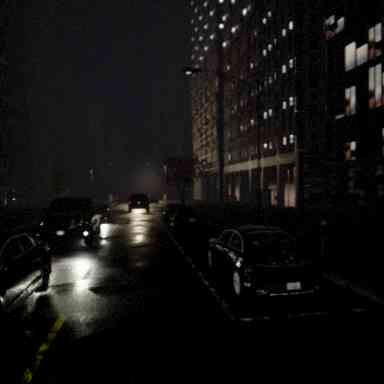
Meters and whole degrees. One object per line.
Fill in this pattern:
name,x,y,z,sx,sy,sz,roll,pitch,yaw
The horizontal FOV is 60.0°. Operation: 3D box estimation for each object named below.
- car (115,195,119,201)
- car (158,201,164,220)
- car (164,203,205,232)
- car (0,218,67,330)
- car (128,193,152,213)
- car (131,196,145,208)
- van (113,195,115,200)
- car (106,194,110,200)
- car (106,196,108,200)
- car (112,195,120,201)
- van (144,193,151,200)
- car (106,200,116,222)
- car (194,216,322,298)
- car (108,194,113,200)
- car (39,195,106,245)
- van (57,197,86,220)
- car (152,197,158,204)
car,-17.797,1.550,73.496,1.887,1.381,4.507,-2,0,-9
car,-1.250,1.477,24.923,1.947,1.339,4.313,-2,0,-9
car,-0.329,1.486,19.374,1.947,1.339,4.313,-2,0,-9
car,-3.980,1.530,6.066,2.128,1.511,4.902,-1,0,-9
car,-5.760,1.159,36.023,2.150,2.045,5.566,-1,0,-9
car,-7.704,1.404,47.536,1.882,1.535,5.008,-1,1,-9
van,-15.964,1.351,62.396,1.690,1.788,3.998,-2,0,-9
car,-14.090,1.542,51.132,1.752,1.417,4.829,-2,0,-9
car,-13.197,1.572,45.750,2.008,1.369,4.403,-2,0,-9
car,-20.558,1.554,90.144,2.008,1.369,4.403,-2,0,-9
van,-12.299,1.206,91.514,1.690,1.788,3.998,-2,0,-9
car,-7.216,1.567,25.645,1.994,1.385,4.181,-1,0,-10
car,1.511,1.492,8.274,2.008,1.369,4.403,-2,0,-9
car,-15.037,1.558,56.849,1.887,1.381,4.507,-2,0,-9
car,-5.589,1.242,15.725,2.150,2.045,5.566,-1,0,-9
van,-10.443,1.382,29.101,1.690,1.788,3.998,-2,0,-9
car,-6.770,1.457,58.220,1.802,1.307,4.206,-2,0,-9
